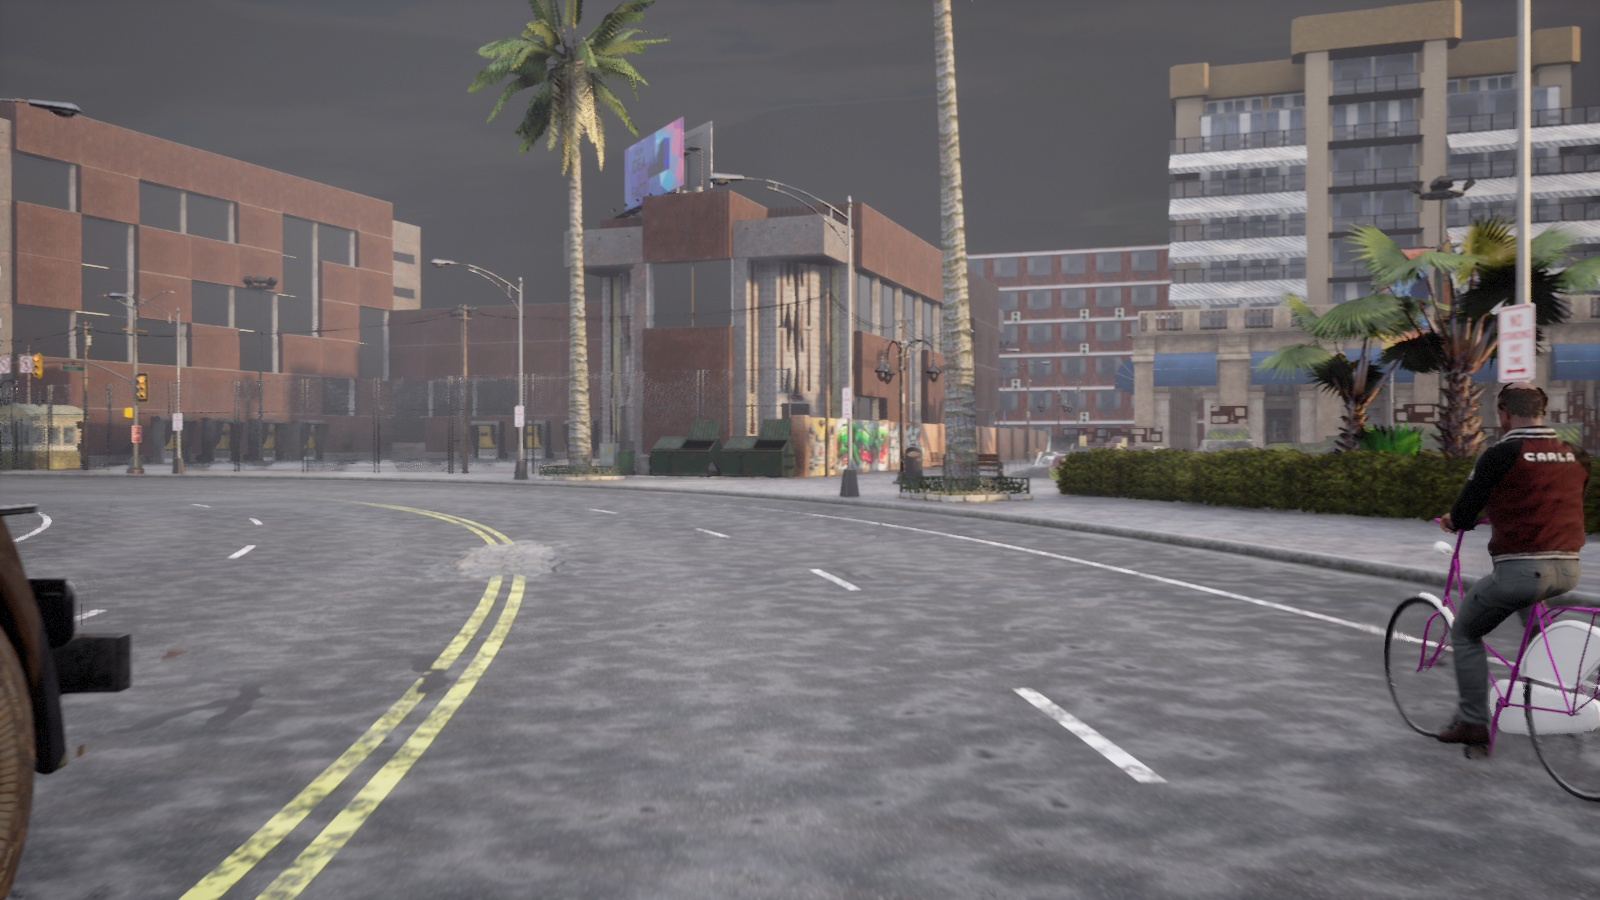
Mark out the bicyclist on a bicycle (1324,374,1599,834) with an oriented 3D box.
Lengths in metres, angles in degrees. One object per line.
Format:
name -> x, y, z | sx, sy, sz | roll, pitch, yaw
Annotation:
bicyclist on a bicycle -> 3.194, 0.585, 5.785 | 0.659, 1.776, 1.843 | 0, 1, -5

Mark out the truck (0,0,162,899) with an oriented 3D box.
truck -> -3.465, -0.238, 0.299 | 2.891, 3.462, 7.936 | 0, 0, -3
